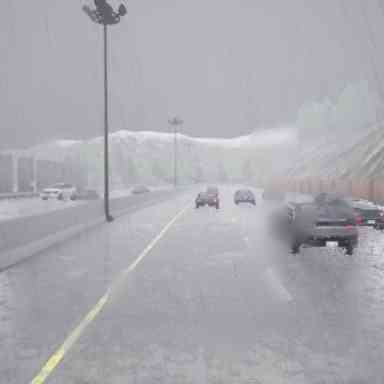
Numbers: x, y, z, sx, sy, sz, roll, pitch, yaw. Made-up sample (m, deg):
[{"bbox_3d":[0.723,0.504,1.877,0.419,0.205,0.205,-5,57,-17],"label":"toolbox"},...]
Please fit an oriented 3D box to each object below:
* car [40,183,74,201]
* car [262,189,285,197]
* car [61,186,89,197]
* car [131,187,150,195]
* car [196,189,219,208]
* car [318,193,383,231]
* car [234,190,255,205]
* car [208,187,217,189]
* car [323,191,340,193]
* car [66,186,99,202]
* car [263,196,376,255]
[{"bbox_3d":[-15.571,-0.050,39.083,2.150,2.045,5.566,0,1,5],"label":"car"},{"bbox_3d":[8.993,0.355,36.794,2.033,1.411,5.357,0,2,5],"label":"car"},{"bbox_3d":[-18.078,-0.130,51.532,2.033,1.411,5.357,0,2,5],"label":"car"},{"bbox_3d":[-7.669,-0.080,50.081,2.033,1.411,5.357,0,2,5],"label":"car"},{"bbox_3d":[1.379,0.663,28.845,1.895,1.301,4.718,0,2,4],"label":"car"},{"bbox_3d":[7.654,0.997,16.262,1.812,1.442,4.674,0,2,3],"label":"car"},{"bbox_3d":[5.179,0.477,33.003,2.033,1.411,5.357,0,2,5],"label":"car"},{"bbox_3d":[3.149,-0.124,51.556,2.033,1.411,5.357,0,2,4],"label":"car"},{"bbox_3d":[11.919,0.637,28.621,1.994,1.385,4.181,0,2,4],"label":"car"},{"bbox_3d":[-12.162,0.333,37.794,1.994,1.385,4.181,0,2,5],"label":"car"},{"bbox_3d":[3.935,1.117,11.493,2.128,1.511,4.902,0,2,2],"label":"car"}]
